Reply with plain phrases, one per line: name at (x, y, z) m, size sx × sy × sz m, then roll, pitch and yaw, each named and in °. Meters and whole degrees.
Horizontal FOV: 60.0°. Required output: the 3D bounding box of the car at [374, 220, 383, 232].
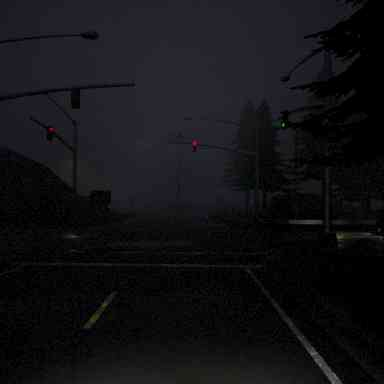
car at (14.210, 1.867, 21.210) m, size 4.553 × 1.767 × 2.097 m, roll 0°, pitch -1°, yaw 0°
